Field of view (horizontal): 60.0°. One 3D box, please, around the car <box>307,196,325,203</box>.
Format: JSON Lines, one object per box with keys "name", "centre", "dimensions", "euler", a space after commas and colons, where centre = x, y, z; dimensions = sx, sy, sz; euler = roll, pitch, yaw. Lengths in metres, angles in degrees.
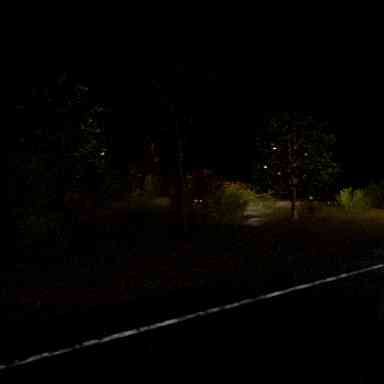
{"name": "car", "centre": [22.514, 1.378, 61.831], "dimensions": [1.994, 1.385, 4.181], "euler": [0, 0, -37]}
